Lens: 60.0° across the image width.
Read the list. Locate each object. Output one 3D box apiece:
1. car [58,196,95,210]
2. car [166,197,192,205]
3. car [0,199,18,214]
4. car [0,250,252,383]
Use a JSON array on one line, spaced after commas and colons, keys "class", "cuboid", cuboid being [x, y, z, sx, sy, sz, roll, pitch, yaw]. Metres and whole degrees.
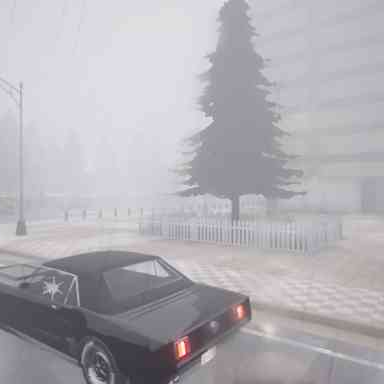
[{"class": "car", "cuboid": [-14.600, 1.351, 42.104, 2.097, 1.767, 4.553, 0, 0, 36]}, {"class": "car", "cuboid": [-2.208, 1.546, 59.190, 2.033, 1.411, 5.357, 0, 0, 36]}, {"class": "car", "cuboid": [-20.495, 1.476, 33.927, 1.882, 1.535, 5.008, 0, 0, 36]}, {"class": "car", "cuboid": [-1.606, 1.601, 5.153, 4.718, 1.301, 1.895, 0, 0, 36]}]
